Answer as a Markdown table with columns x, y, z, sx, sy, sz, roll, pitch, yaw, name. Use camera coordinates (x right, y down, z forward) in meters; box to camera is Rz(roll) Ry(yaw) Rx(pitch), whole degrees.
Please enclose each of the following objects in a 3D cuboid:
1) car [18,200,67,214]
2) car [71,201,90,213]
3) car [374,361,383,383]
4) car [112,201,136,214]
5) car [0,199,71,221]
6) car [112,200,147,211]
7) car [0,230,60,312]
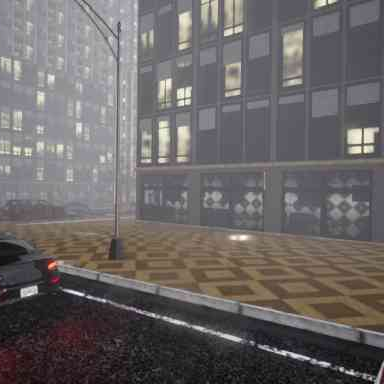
| x | y | z | sx | sy | sz | roll | pitch | yaw | name |
| --- | --- | --- | --- | --- | --- | --- | --- | --- | --- |
| -17.245 | 1.643 | 38.591 | 1.752 | 1.417 | 4.829 | 1 | 0 | 36 | car |
| -14.012 | 1.740 | 38.593 | 1.994 | 1.385 | 4.181 | 1 | 0 | 37 | car |
| 3.243 | 1.353 | 1.374 | 4.553 | 1.767 | 2.097 | 0 | 0 | 35 | car |
| -6.949 | 1.830 | 38.435 | 1.752 | 1.417 | 4.829 | 1 | 0 | 36 | car |
| -13.740 | 1.520 | 29.219 | 2.192 | 1.841 | 5.009 | 1 | 0 | 36 | car |
| -8.538 | 1.858 | 46.015 | 1.895 | 1.301 | 4.718 | 1 | 0 | 36 | car |
| -4.646 | 1.522 | 6.987 | 4.674 | 1.442 | 1.812 | 0 | 0 | 35 | car |
